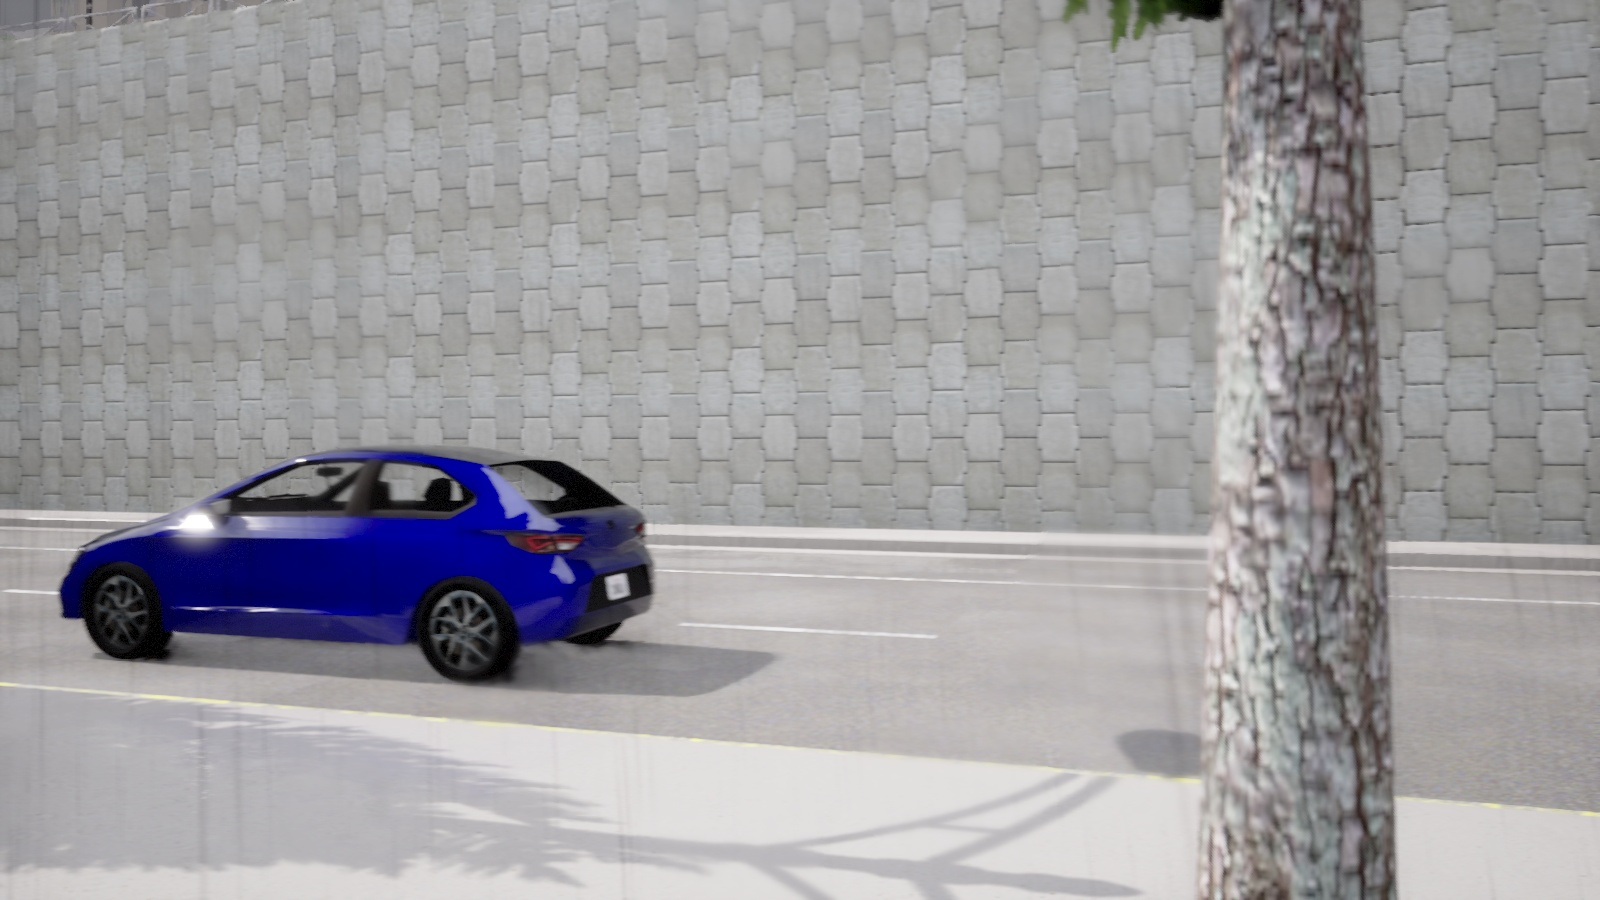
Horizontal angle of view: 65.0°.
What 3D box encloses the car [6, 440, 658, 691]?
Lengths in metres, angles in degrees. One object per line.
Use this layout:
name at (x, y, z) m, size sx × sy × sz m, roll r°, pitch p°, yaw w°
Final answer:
car at (-3.325, 0.683, 9.059) m, size 4.193 × 1.474 × 1.816 m, roll 1°, pitch 1°, yaw 19°
